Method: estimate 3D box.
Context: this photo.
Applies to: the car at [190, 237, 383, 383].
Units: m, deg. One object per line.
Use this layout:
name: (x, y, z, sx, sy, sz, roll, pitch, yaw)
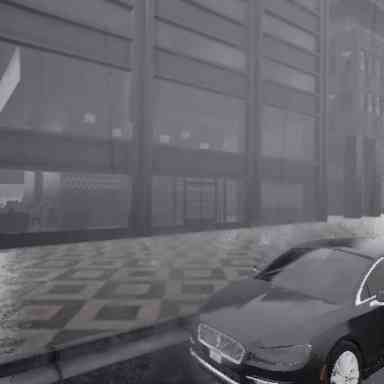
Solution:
car: (2.231, 1.511, 4.970, 4.892, 1.490, 1.837, 0, 0, -35)
